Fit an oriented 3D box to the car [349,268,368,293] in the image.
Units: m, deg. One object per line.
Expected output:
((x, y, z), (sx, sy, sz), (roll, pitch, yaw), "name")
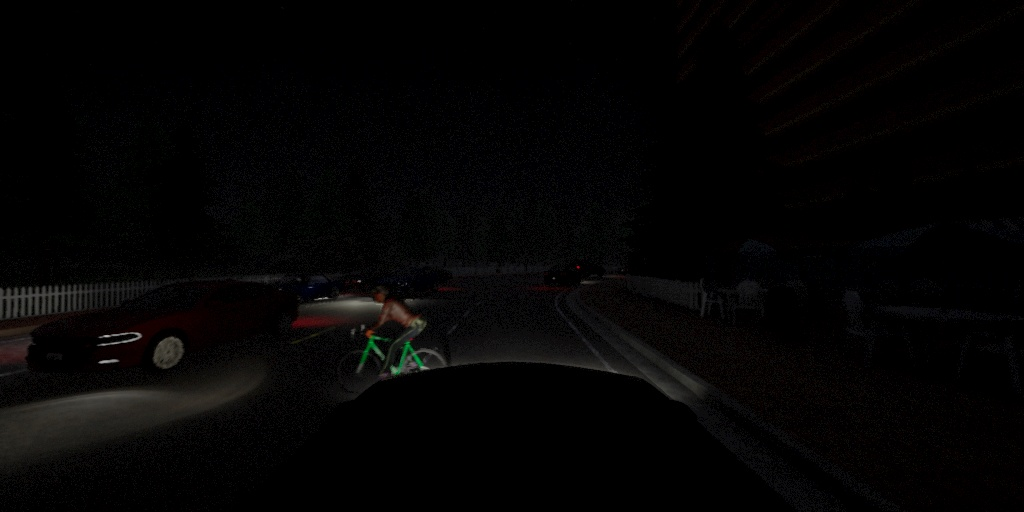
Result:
((-9.229, 1.515, 23.264), (2.128, 1.511, 4.902), (0, -1, 13), "car")

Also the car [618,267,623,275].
((15.500, 1.806, 45.764), (4.181, 1.385, 1.994), (0, -1, -31), "car")

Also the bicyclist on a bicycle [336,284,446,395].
((-1.767, 1.240, 5.259), (1.656, 1.620, 0.582), (0, -1, 0), "bicyclist on a bicycle")

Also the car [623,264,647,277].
((15.671, 1.676, 41.794), (5.008, 1.535, 1.882), (0, -1, -35), "car")

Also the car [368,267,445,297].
((-5.911, 1.438, 20.861), (1.882, 1.535, 5.008), (0, -1, 12), "car")

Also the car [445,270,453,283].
((-6.953, 1.608, 29.874), (2.033, 1.411, 5.357), (0, -1, 22), "car")

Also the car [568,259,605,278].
((8.180, 1.396, 40.033), (2.150, 2.045, 5.566), (-1, -1, 43), "car")

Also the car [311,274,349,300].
((-9.965, 1.516, 16.820), (1.895, 1.301, 4.718), (0, -1, 5), "car")

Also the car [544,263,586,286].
((4.160, 1.529, 28.780), (1.882, 1.535, 5.008), (-1, -1, 25), "car")

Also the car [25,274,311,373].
((-6.958, 1.296, 7.999), (1.882, 1.535, 5.008), (0, -1, 2), "car")
